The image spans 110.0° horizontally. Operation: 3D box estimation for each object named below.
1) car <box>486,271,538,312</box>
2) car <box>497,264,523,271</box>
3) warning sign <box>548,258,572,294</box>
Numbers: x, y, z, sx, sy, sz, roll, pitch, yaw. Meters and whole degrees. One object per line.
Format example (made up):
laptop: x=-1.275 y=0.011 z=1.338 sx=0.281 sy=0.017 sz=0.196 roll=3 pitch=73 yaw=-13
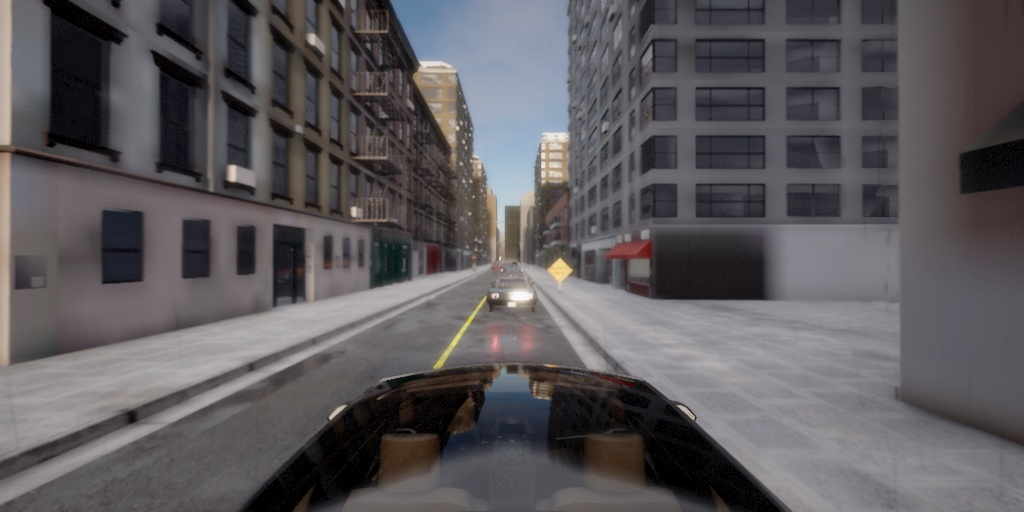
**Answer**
car: x=0.014 y=1.485 z=15.103 sx=1.895 sy=1.301 sz=4.718 roll=0 pitch=-1 yaw=0
car: x=0.013 y=1.601 z=30.397 sx=1.994 sy=1.385 sz=4.181 roll=0 pitch=0 yaw=0
warning sign: x=2.512 y=1.037 z=18.862 sx=1.300 sy=1.860 sz=1.060 roll=0 pitch=0 yaw=0
